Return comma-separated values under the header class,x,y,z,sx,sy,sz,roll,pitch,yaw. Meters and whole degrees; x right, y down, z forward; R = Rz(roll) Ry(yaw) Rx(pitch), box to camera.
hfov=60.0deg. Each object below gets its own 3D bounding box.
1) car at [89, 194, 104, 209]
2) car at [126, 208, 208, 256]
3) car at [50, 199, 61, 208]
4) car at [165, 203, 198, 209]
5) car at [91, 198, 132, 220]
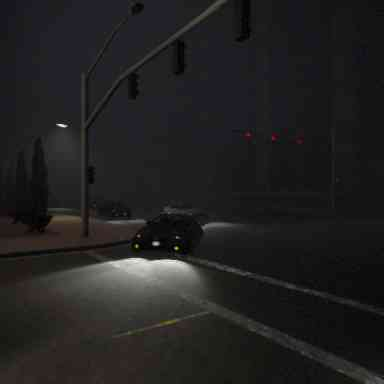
class,x,y,z,sx,sy,sz,roll,pitch,yaw
car,-12.651,1.286,43.454,2.150,2.045,5.566,0,0,-35
car,-0.779,1.582,13.288,1.994,1.385,4.181,1,0,13
car,-20.755,1.663,49.023,1.895,1.301,4.718,0,0,-34
car,-0.655,1.590,26.275,1.812,1.442,4.674,0,0,-35
car,-6.832,1.567,28.979,1.837,1.490,4.892,0,0,-35
